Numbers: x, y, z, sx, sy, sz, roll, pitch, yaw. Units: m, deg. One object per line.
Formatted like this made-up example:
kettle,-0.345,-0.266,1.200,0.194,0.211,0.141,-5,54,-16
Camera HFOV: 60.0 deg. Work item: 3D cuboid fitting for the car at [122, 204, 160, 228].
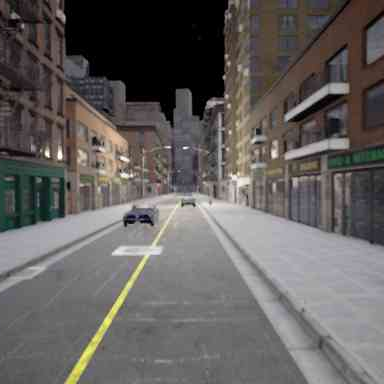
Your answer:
car,-3.125,1.422,21.106,1.895,1.301,4.718,0,1,-1

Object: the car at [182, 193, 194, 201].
car,-0.796,0.945,63.751,2.128,1.511,4.902,0,1,-1

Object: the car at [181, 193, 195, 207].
car,-0.487,1.163,43.410,2.033,1.411,5.357,0,0,-1
